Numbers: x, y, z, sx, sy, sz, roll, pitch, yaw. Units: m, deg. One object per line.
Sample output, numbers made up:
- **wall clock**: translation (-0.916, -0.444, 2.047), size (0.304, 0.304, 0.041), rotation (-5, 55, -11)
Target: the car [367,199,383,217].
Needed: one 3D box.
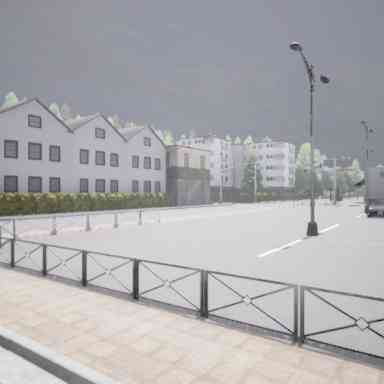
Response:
- **car**: translation (15.406, 1.299, 26.817), size (2.007, 1.523, 4.514), rotation (0, 0, 35)
